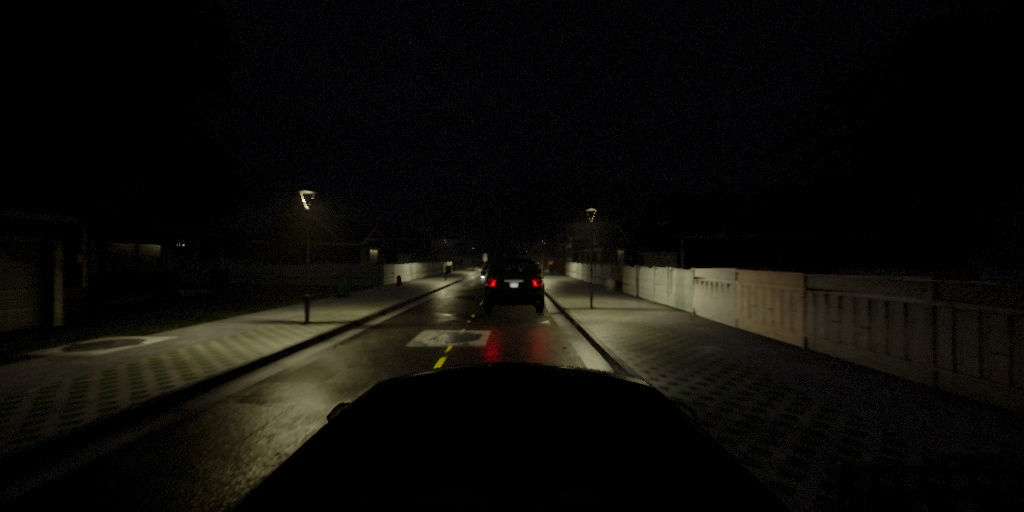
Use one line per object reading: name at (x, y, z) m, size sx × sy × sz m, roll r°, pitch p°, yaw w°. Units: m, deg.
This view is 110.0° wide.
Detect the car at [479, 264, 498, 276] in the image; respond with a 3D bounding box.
car at (-2.846, 1.681, 44.759) m, size 2.033 × 1.411 × 5.357 m, roll 0°, pitch 0°, yaw 0°

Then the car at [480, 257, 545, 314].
car at (0.084, 1.088, 14.508) m, size 2.150 × 2.045 × 5.566 m, roll 0°, pitch -1°, yaw 0°
